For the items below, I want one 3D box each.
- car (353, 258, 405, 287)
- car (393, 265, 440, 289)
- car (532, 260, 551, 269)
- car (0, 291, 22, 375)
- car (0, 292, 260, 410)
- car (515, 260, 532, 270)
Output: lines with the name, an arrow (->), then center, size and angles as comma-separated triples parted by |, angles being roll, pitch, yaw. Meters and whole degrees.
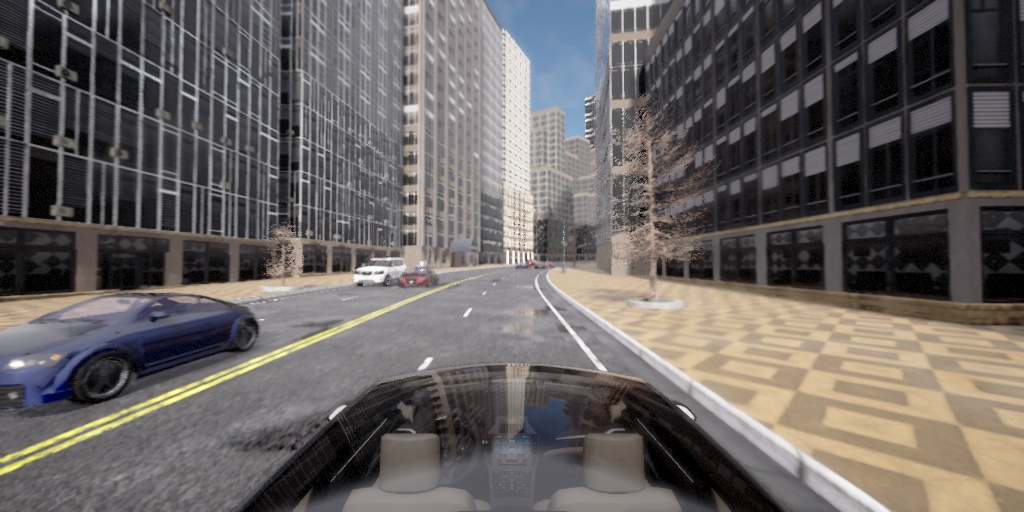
car -> -9.556, 1.153, 26.618 | 2.150, 2.045, 5.566 | 0, -1, 3
car -> -6.361, 1.481, 24.864 | 1.994, 1.385, 4.181 | 0, -1, 2
car -> 5.314, 1.710, 64.932 | 1.994, 1.385, 4.181 | 0, 0, 13
car -> -9.841, 1.311, 3.754 | 2.033, 1.411, 5.357 | 0, 0, 1
car -> -6.584, 1.346, 6.218 | 1.994, 1.385, 4.181 | 0, 0, 0
car -> 1.869, 1.757, 64.377 | 1.895, 1.301, 4.718 | 0, 0, 13
